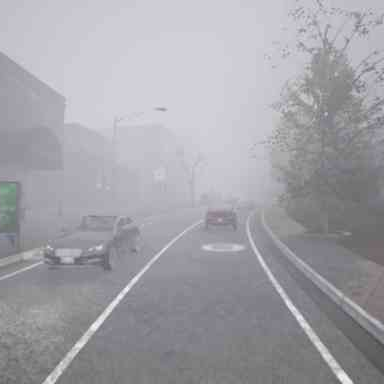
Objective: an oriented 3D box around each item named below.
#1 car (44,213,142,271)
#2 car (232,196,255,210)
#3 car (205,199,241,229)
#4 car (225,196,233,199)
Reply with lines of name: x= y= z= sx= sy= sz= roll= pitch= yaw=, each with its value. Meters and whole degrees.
car: x=-2.999 y=1.487 z=10.999 sx=2.128 sy=1.511 sz=4.902 roll=0 pitch=0 yaw=5
car: x=6.587 y=1.399 z=41.257 sx=1.812 sy=1.442 sz=4.674 roll=-1 pitch=0 yaw=16
car: x=1.950 y=1.429 z=21.112 sx=1.882 sy=1.535 sz=5.008 roll=-1 pitch=0 yaw=9
car: x=6.091 y=1.403 z=52.587 sx=1.882 sy=1.535 sz=5.008 roll=-1 pitch=0 yaw=16
